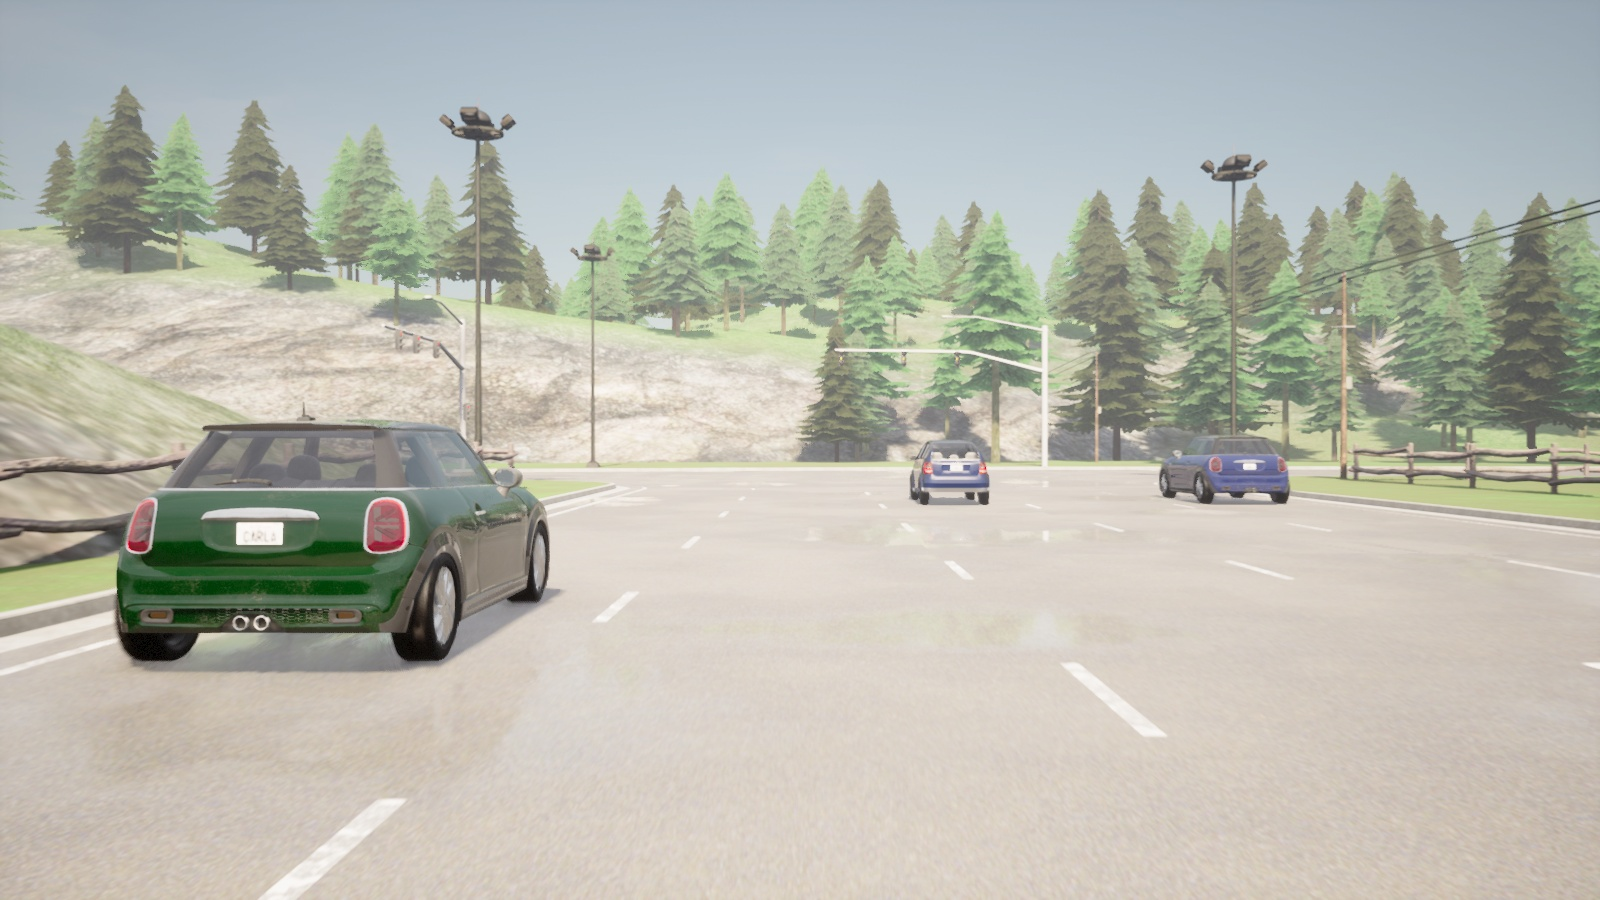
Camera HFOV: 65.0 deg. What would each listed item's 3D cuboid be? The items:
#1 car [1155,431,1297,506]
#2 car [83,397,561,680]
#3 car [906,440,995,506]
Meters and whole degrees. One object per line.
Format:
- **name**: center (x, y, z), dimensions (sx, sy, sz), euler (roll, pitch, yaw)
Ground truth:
- **car**: center (10.697, 0.422, 31.911), dimensions (2.097, 1.767, 4.553), euler (0, 1, 0)
- **car**: center (-3.427, 0.541, 10.139), dimensions (2.097, 1.767, 4.553), euler (0, 0, 0)
- **car**: center (3.694, 0.534, 31.352), dimensions (1.789, 1.549, 3.705), euler (0, 0, 0)
